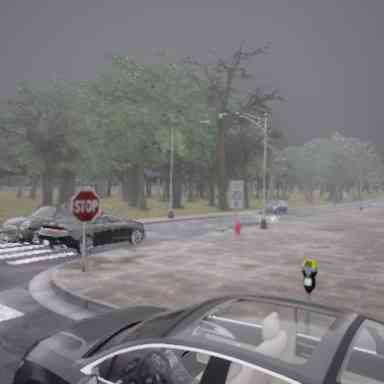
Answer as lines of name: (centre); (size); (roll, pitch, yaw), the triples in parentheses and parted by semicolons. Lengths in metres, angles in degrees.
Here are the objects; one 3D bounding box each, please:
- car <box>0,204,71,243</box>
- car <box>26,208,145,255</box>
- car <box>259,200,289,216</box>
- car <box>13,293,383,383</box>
car: (-6.507, 1.386, 15.855); (2.097, 1.767, 4.553); (2, 1, 36)
car: (-3.981, 1.603, 14.074); (2.128, 1.511, 4.902); (1, 0, 31)
car: (9.397, 1.685, 38.035); (2.097, 1.767, 4.553); (2, 0, 36)
car: (0.314, 1.548, 2.569); (4.403, 1.369, 2.008); (0, 1, 36)
